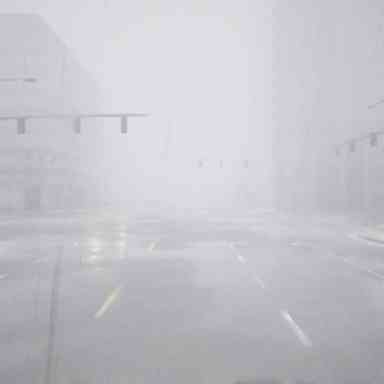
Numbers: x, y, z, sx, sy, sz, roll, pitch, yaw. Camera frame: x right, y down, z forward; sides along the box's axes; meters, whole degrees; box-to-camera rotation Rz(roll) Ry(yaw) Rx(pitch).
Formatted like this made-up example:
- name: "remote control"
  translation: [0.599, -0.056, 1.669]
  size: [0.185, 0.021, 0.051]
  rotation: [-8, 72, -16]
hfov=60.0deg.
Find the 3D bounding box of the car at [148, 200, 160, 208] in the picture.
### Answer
- name: "car"
  translation: [-6.992, 2.120, 61.766]
  size: [2.033, 1.411, 5.357]
  rotation: [0, 0, 0]
